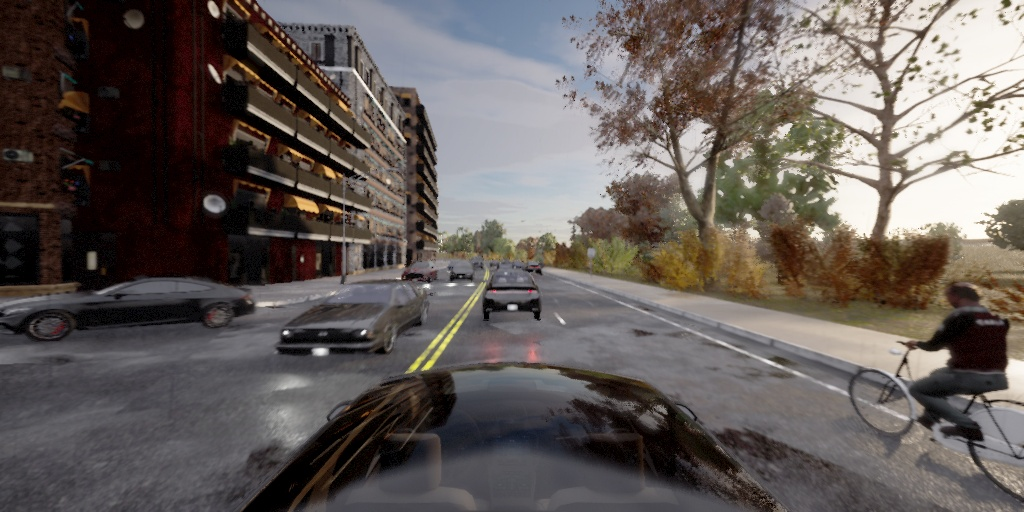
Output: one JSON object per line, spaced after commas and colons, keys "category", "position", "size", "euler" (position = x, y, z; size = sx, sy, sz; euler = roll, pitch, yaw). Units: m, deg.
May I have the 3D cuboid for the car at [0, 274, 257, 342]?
{"category": "car", "position": [-9.575, 1.214, 9.476], "size": [1.812, 1.442, 4.674], "euler": [3, -1, 41]}

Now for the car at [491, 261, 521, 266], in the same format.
{"category": "car", "position": [-0.580, 1.374, 30.711], "size": [1.994, 1.385, 4.181], "euler": [0, 0, -2]}

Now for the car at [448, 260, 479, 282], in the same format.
{"category": "car", "position": [-3.972, 1.316, 29.453], "size": [1.837, 1.490, 4.892], "euler": [0, 0, -2]}

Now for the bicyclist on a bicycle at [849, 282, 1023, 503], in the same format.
{"category": "bicyclist on a bicycle", "position": [4.121, 1.122, 3.470], "size": [0.659, 1.776, 1.843], "euler": [0, 0, 0]}

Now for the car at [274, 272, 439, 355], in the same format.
{"category": "car", "position": [-3.414, 1.316, 9.008], "size": [2.033, 1.411, 5.357], "euler": [0, 0, -1]}

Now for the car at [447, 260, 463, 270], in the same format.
{"category": "car", "position": [-8.685, 1.406, 55.052], "size": [2.033, 1.411, 5.357], "euler": [0, 0, -4]}

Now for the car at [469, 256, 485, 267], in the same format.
{"category": "car", "position": [-5.464, 1.082, 55.591], "size": [2.150, 2.045, 5.566], "euler": [0, 0, -4]}

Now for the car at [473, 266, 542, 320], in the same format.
{"category": "car", "position": [-0.026, 1.266, 12.713], "size": [2.128, 1.511, 4.902], "euler": [0, 0, -1]}

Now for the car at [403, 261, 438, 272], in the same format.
{"category": "car", "position": [-7.183, 1.164, 28.415], "size": [2.097, 1.767, 4.553], "euler": [0, 0, -2]}

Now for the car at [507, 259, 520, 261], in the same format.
{"category": "car", "position": [0.802, 1.417, 59.594], "size": [1.994, 1.385, 4.181], "euler": [0, 0, -5]}

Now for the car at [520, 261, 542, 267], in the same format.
{"category": "car", "position": [2.213, 1.329, 39.904], "size": [1.837, 1.490, 4.892], "euler": [0, 0, -3]}
